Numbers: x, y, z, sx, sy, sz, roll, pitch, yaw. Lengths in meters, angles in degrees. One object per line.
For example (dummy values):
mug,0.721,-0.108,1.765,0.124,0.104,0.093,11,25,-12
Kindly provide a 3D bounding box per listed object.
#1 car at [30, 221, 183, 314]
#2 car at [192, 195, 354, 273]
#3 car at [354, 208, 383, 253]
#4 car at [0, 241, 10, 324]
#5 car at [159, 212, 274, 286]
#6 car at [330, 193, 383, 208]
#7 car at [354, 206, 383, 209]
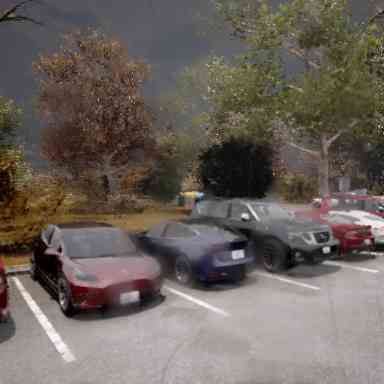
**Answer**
car,-2.512,1.506,7.979,2.163,1.488,4.792,0,0,-35
car,2.022,1.216,11.210,2.435,2.045,5.566,0,0,-35
car,4.279,1.467,12.845,2.097,1.535,5.008,0,0,-35
car,-4.794,1.481,6.382,2.097,1.535,5.008,0,0,-35
car,-0.277,1.500,9.642,2.163,1.488,4.792,0,0,-35
car,8.828,1.217,16.057,2.435,2.045,5.566,0,0,-35
car,6.444,1.506,14.391,2.002,1.452,4.674,0,0,-35
